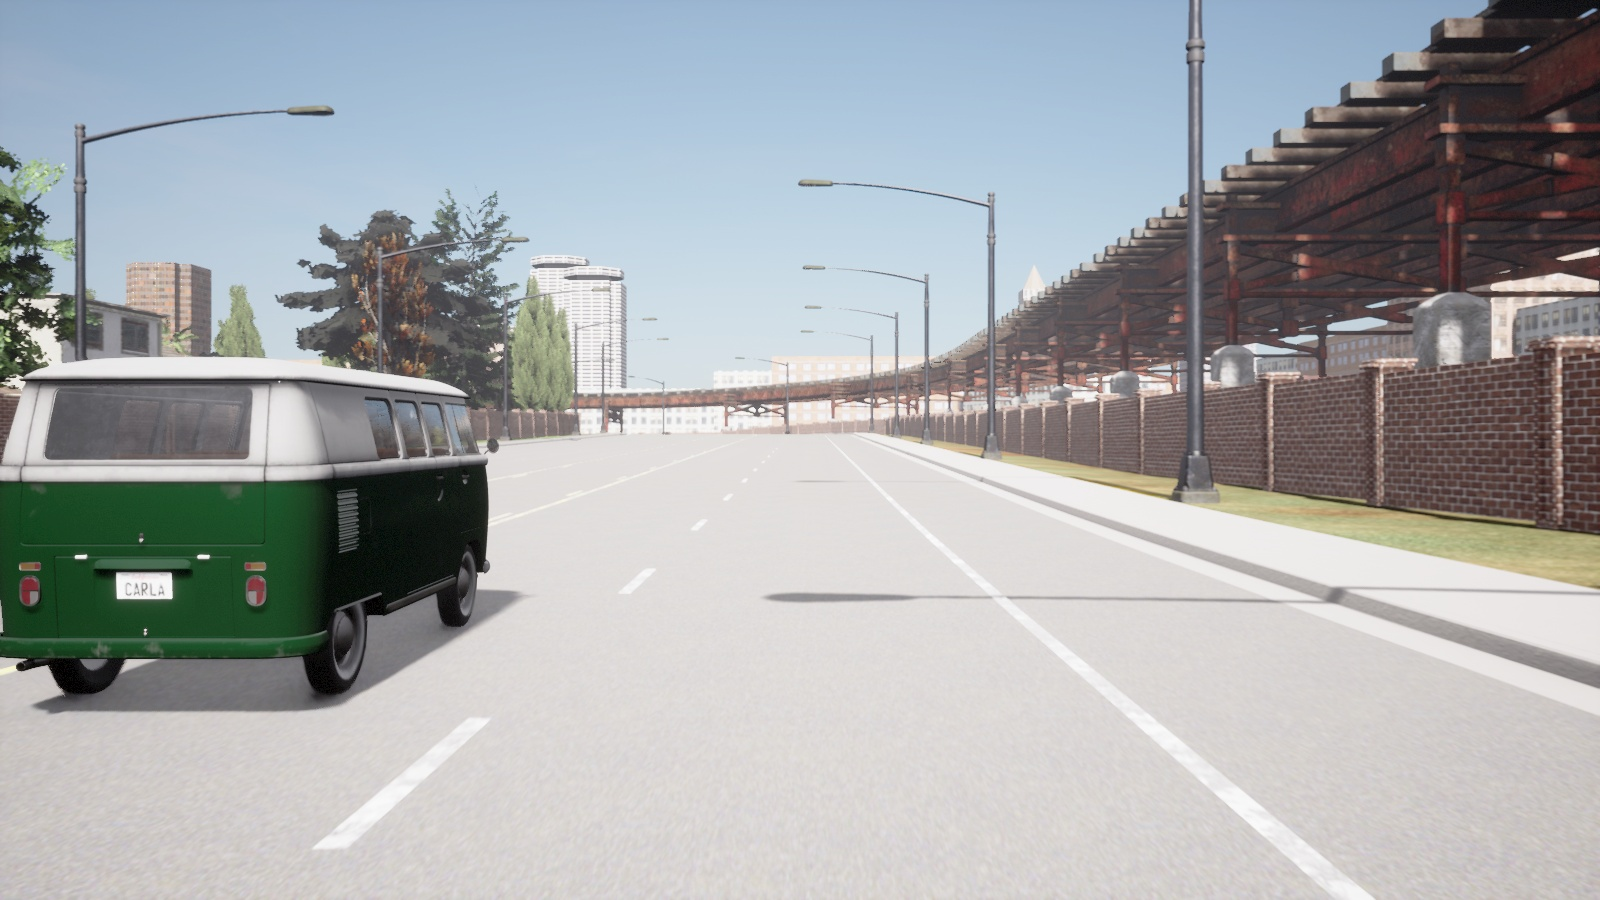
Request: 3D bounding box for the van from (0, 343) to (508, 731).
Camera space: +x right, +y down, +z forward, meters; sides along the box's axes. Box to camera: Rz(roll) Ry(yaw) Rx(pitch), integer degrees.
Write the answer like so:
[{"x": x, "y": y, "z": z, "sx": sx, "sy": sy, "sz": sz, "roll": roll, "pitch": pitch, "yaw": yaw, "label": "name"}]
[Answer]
[{"x": -3.435, "y": 0.416, "z": 8.657, "sx": 1.775, "sy": 1.987, "sz": 4.442, "roll": 0, "pitch": 1, "yaw": 0, "label": "van"}]
